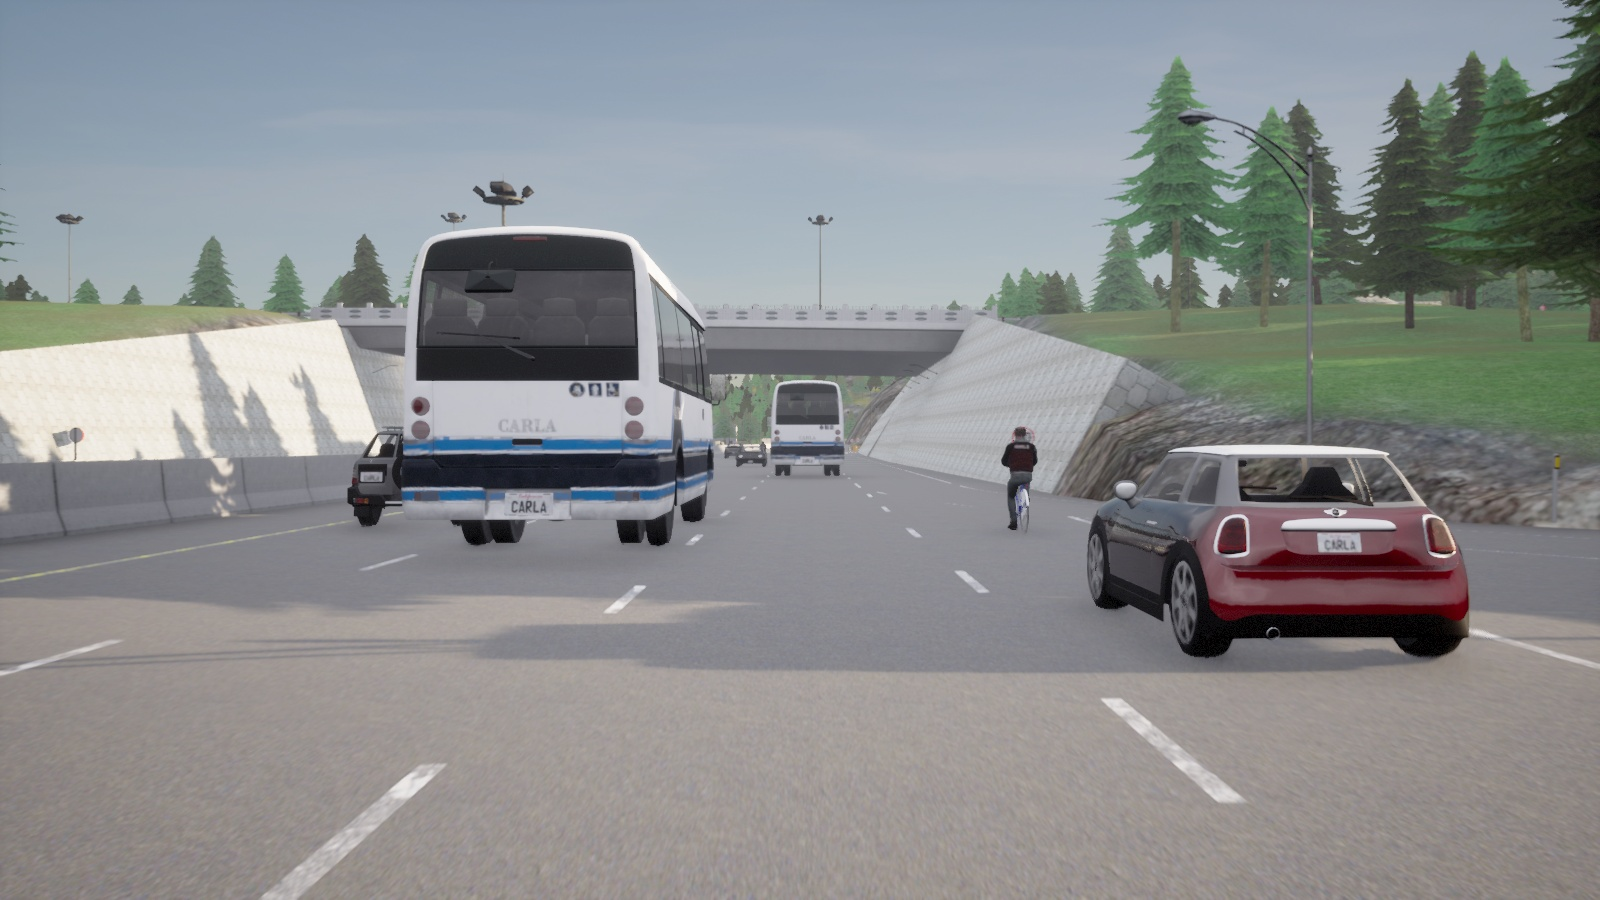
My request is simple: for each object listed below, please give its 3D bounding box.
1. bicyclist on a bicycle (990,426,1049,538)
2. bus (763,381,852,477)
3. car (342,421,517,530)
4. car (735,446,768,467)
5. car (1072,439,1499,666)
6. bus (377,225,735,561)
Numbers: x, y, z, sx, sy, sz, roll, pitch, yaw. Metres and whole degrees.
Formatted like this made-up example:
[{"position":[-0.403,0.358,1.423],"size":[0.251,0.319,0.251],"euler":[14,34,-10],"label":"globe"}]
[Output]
[{"position":[3.635,0.502,20.927],"size":[0.659,1.776,1.843],"euler":[0,1,0],"label":"bicyclist on a bicycle"},{"position":[0.362,-0.972,60.787],"size":[3.944,4.253,10.273],"euler":[0,0,0],"label":"bus"},{"position":[-6.850,0.424,23.744],"size":[1.932,1.855,4.605],"euler":[0,0,0],"label":"car"},{"position":[-3.031,0.395,79.777],"size":[1.895,1.301,4.718],"euler":[0,0,0],"label":"car"},{"position":[3.573,0.658,10.084],"size":[1.970,1.475,3.806],"euler":[0,0,0],"label":"car"},{"position":[-3.364,-0.751,21.065],"size":[3.944,4.253,10.273],"euler":[0,0,0],"label":"bus"}]
